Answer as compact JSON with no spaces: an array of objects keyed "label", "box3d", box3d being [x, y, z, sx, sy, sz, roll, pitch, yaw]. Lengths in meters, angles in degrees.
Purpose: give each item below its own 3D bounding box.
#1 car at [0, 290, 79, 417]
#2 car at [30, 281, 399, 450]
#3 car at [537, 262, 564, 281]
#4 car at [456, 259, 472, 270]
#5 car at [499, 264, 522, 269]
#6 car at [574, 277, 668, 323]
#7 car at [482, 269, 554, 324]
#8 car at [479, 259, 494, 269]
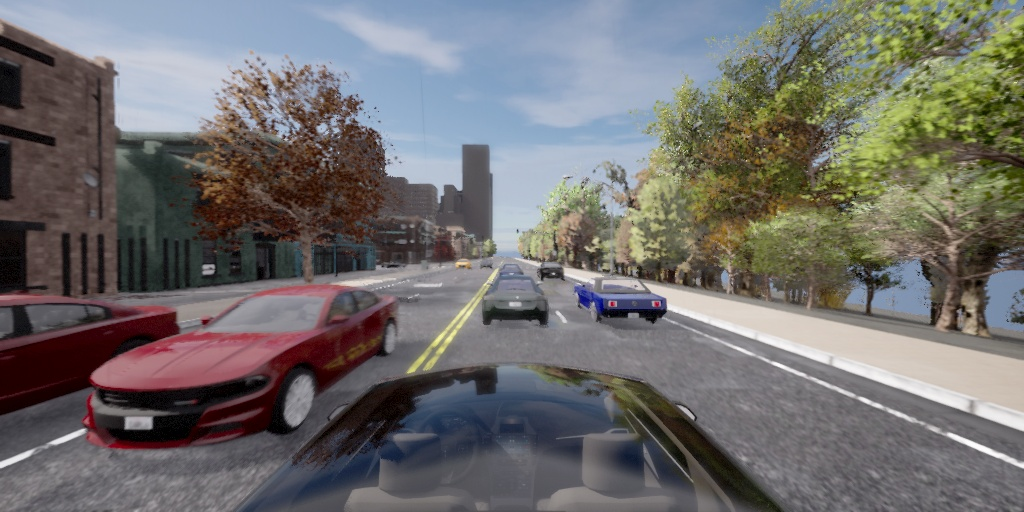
[{"label":"car","box3d":[-6.602,1.227,4.008,1.882,1.535,5.008,0,0,0]},{"label":"car","box3d":[-3.354,1.227,5.717,1.882,1.535,5.008,0,0,0]},{"label":"car","box3d":[3.148,1.224,29.942,1.882,1.535,5.008,0,0,-1]},{"label":"car","box3d":[-7.106,1.224,53.155,1.882,1.535,5.008,0,0,-1]},{"label":"car","box3d":[-0.090,1.311,29.176,1.994,1.385,4.181,0,0,-1]},{"label":"car","box3d":[3.344,1.349,12.089,1.895,1.301,4.718,0,0,0]},{"label":"car","box3d":[0.095,1.313,11.976,1.994,1.385,4.181,0,0,0]},{"label":"car","box3d":[-3.867,1.255,54.494,1.837,1.490,4.892,0,0,-1]}]
